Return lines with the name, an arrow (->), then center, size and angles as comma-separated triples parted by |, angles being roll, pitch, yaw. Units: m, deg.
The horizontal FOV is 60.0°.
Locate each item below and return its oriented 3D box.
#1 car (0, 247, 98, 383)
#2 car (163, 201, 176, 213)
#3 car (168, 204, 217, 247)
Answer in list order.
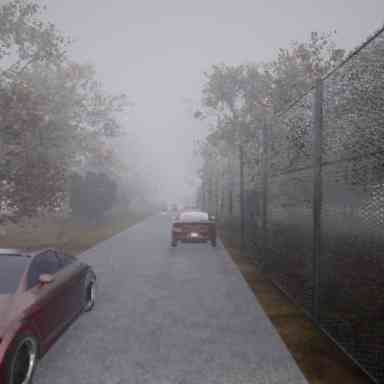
car -> -2.854, 1.574, 4.940 | 1.994, 1.385, 4.181 | 0, 0, 0
car -> -3.000, 2.072, 46.708 | 2.128, 1.511, 4.902 | 0, -1, 0
car -> 0.078, 1.549, 15.545 | 1.882, 1.535, 5.008 | 0, 0, 0
